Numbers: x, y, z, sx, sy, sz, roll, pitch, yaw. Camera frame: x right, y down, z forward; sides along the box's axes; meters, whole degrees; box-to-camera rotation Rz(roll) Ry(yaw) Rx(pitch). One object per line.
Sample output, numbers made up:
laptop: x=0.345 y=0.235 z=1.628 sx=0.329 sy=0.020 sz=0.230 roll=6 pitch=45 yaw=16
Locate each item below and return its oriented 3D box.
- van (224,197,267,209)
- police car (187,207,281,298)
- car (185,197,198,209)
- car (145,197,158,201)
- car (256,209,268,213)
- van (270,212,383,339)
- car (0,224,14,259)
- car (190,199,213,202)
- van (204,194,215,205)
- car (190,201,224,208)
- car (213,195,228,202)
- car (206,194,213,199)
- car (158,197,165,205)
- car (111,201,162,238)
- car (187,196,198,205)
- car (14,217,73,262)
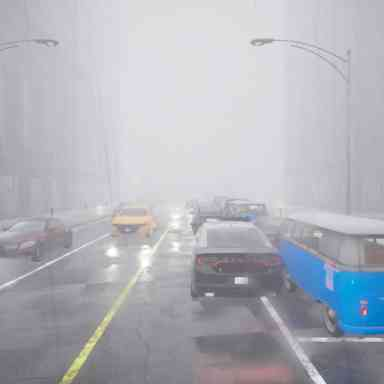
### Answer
van: x=2.886 y=1.339 z=17.655 sx=1.690 sy=1.788 sz=3.998 roll=0 pitch=0 yaw=0
police car: x=0.916 y=1.424 z=8.699 sx=1.930 sy=1.638 sz=5.238 roll=0 pitch=0 yaw=0
car: x=0.106 y=1.473 z=44.993 sx=2.128 sy=1.511 sz=4.902 roll=0 pitch=0 yaw=0
car: x=-5.589 y=1.569 z=40.267 sx=1.802 sy=1.307 sz=4.206 roll=0 pitch=0 yaw=0
car: x=2.875 y=1.543 z=12.007 sx=1.887 sy=1.381 sz=4.507 roll=0 pitch=0 yaw=0
van: x=2.862 y=1.340 z=6.359 sx=1.690 sy=1.788 sz=3.998 roll=0 pitch=0 yaw=0
car: x=-5.662 y=1.550 z=6.373 sx=2.008 sy=1.369 sz=4.403 roll=0 pitch=0 yaw=0
car: x=0.950 y=1.502 z=24.588 sx=1.837 sy=1.490 sz=4.892 roll=0 pitch=0 yaw=0
van: x=2.971 y=1.305 z=57.197 sx=1.690 sy=1.788 sz=3.998 roll=0 pitch=0 yaw=0
car: x=0.937 y=1.503 z=18.589 sx=1.837 sy=1.490 sz=4.892 roll=0 pitch=0 yaw=0
car: x=2.898 y=1.312 z=23.304 sx=2.192 sy=1.841 sz=5.009 roll=0 pitch=0 yaw=0
car: x=2.922 y=1.306 z=34.602 sx=2.192 sy=1.841 sz=5.009 roll=0 pitch=0 yaw=0
car: x=-5.554 y=1.530 z=57.215 sx=1.947 sy=1.339 sz=4.313 roll=0 pitch=0 yaw=0
car: x=-2.964 y=1.475 z=17.850 sx=1.882 sy=1.535 sz=5.008 roll=0 pitch=0 yaw=0
car: x=0.124 y=1.523 z=60.005 sx=1.994 sy=1.385 sz=4.181 roll=0 pitch=0 yaw=0
car: x=-5.650 y=1.580 z=12.022 sx=1.802 sy=1.307 sz=4.206 roll=0 pitch=0 yaw=0
